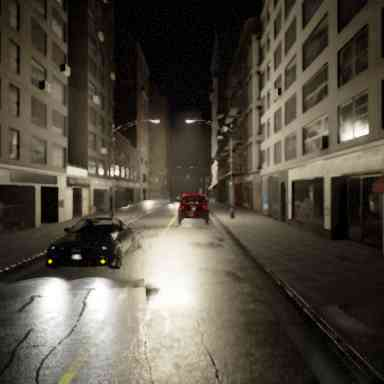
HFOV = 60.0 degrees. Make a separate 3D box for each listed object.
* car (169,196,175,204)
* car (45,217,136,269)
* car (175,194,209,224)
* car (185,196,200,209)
[{"bbox_3d":[-2.989,1.404,59.701,2.128,1.511,4.902,0,0,0],"label":"car"},{"bbox_3d":[-3.096,1.546,10.894,1.994,1.385,4.181,0,0,0],"label":"car"},{"bbox_3d":[0.107,1.184,24.536,2.150,2.045,5.566,0,0,0],"label":"car"},{"bbox_3d":[0.110,1.406,44.756,1.882,1.535,5.008,0,0,0],"label":"car"}]
